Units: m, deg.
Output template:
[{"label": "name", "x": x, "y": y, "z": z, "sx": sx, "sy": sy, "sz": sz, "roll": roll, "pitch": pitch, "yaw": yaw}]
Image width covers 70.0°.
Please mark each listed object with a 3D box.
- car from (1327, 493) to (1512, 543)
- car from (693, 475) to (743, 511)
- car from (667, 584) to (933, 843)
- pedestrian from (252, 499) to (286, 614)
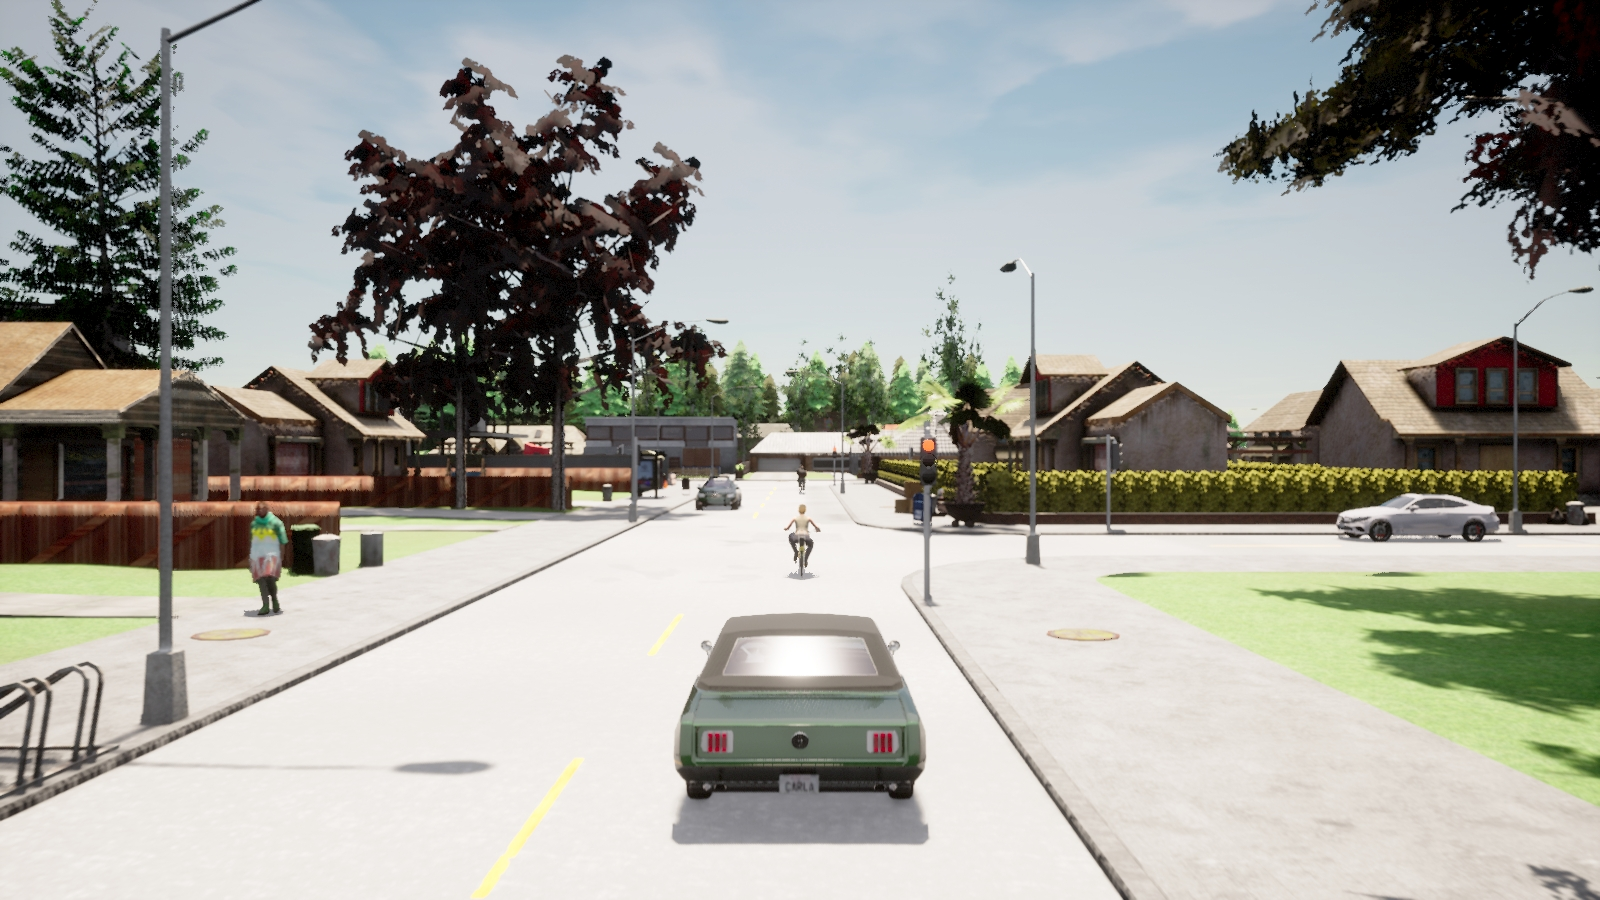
[{"label": "car", "x": 19.205, "y": 2.088, "z": 35.589, "sx": 4.674, "sy": 1.442, "sz": 2.002, "roll": 0, "pitch": 0, "yaw": 0}, {"label": "car", "x": -3.882, "y": 2.048, "z": 54.948, "sx": 2.038, "sy": 1.542, "sz": 4.974, "roll": 0, "pitch": 0, "yaw": 0}, {"label": "car", "x": 0.004, "y": 2.157, "z": 10.515, "sx": 1.895, "sy": 1.301, "sz": 4.718, "roll": 0, "pitch": 0, "yaw": 0}, {"label": "pedestrian", "x": -8.773, "y": 1.747, "z": 18.875, "sx": 0.375, "sy": 1.860, "sz": 0.375, "roll": 0, "pitch": 0, "yaw": 0}]
